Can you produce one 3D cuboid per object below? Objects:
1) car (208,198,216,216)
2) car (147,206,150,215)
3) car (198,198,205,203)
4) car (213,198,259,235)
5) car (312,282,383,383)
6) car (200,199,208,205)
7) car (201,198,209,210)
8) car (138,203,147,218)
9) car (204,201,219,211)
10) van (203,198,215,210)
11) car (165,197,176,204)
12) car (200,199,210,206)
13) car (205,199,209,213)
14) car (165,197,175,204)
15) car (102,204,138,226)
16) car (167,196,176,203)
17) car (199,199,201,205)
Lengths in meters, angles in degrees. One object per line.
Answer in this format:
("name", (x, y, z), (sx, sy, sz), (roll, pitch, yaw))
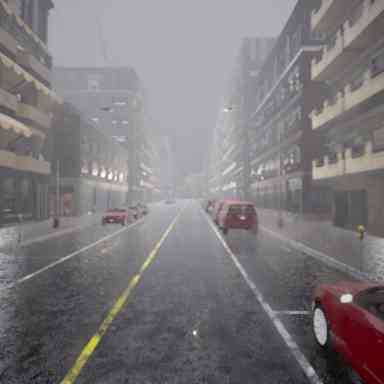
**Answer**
("car", (2.703, 1.555, 25.701), (2.192, 1.841, 5.009), (1, -1, 0))
("car", (-5.682, 1.926, 36.880), (1.802, 1.307, 4.206), (1, -1, 0))
("car", (2.695, 2.449, 92.550), (1.802, 1.307, 4.206), (1, -1, 0))
("car", (2.703, 1.503, 20.130), (2.192, 1.841, 5.009), (1, -1, 0))
("car", (2.701, 1.578, 3.415), (1.887, 1.381, 4.507), (1, -1, 0))
("car", (2.696, 2.291, 75.837), (1.802, 1.307, 4.206), (1, -1, 0))
("car", (2.702, 1.711, 42.414), (2.192, 1.841, 5.009), (1, -1, 0))
("car", (-5.681, 1.874, 31.309), (1.802, 1.307, 4.206), (1, -1, 0))
("car", (2.698, 1.993, 47.983), (1.887, 1.381, 4.507), (1, -1, 0))
("van", (2.701, 1.842, 53.555), (1.690, 1.788, 3.998), (1, -1, 0))
("car", (-5.684, 2.328, 81.447), (1.947, 1.339, 4.313), (1, -1, 0))
("car", (2.697, 2.184, 70.436), (1.752, 1.417, 4.829), (1, -1, 0))
("car", (2.699, 1.871, 37.010), (1.752, 1.417, 4.829), (1, -1, 0))
("car", (-5.681, 2.130, 87.020), (2.192, 1.841, 5.009), (1, -1, 0))
("car", (-5.681, 1.785, 25.739), (1.887, 1.381, 4.507), (1, -1, 0))
("car", (-5.681, 2.182, 92.591), (2.192, 1.841, 5.009), (1, -1, 0))
("car", (2.697, 2.103, 59.124), (2.008, 1.369, 4.403), (1, -1, 0))
